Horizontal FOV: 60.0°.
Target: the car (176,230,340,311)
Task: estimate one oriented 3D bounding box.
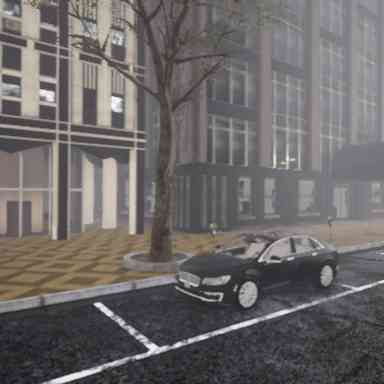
[{"bbox_3d":[1.691,1.605,7.767,4.403,1.369,2.008,1,-1,-35],"label":"car"}]
